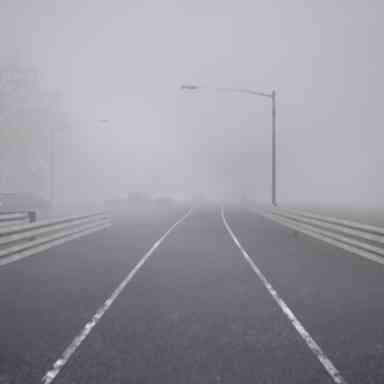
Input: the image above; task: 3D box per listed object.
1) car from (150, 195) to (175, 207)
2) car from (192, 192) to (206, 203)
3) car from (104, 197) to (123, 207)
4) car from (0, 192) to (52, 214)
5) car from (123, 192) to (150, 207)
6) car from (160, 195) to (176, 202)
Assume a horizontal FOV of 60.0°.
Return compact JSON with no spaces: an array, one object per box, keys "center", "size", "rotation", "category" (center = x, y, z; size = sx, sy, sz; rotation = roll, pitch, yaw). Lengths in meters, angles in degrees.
[{"center":[-3.699,1.333,46.647],"size":[2.128,1.511,4.902],"rotation":[0,0,12],"category":"car"},{"center":[1.450,1.112,68.986],"size":[2.150,2.045,5.566],"rotation":[0,0,14],"category":"car"},{"center":[-10.774,1.368,47.017],"size":[1.812,1.442,4.674],"rotation":[0,0,12],"category":"car"},{"center":[-14.478,1.022,28.731],"size":[2.150,2.045,5.566],"rotation":[0,0,11],"category":"car"},{"center":[-7.243,1.063,46.867],"size":[2.150,2.045,5.566],"rotation":[0,0,12],"category":"car"},{"center":[-5.140,1.375,71.488],"size":[1.882,1.535,5.008],"rotation":[0,0,14],"category":"car"}]
